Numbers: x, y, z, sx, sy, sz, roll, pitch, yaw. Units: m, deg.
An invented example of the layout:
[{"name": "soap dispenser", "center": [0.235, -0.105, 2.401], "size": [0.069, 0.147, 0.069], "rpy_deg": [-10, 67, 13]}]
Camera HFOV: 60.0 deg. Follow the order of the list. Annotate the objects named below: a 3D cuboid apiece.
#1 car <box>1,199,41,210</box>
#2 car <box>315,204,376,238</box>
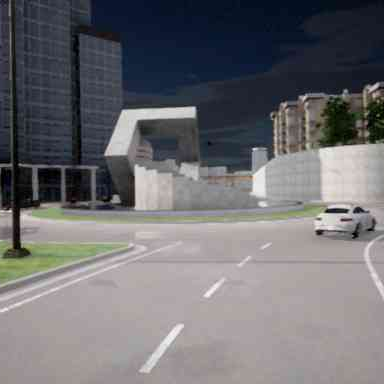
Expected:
[{"name": "car", "center": [-23.294, 1.684, 45.624], "size": [2.033, 1.411, 5.357], "rpy_deg": [-1, 0, 18]}, {"name": "car", "center": [7.500, 1.315, 16.231], "size": [1.812, 1.442, 4.674], "rpy_deg": [-1, 0, 40]}]
